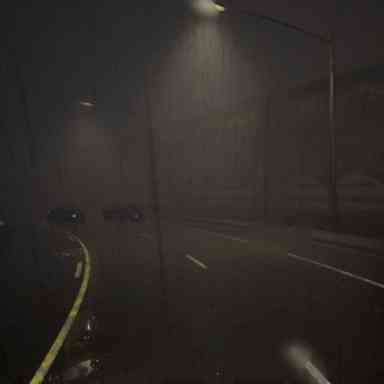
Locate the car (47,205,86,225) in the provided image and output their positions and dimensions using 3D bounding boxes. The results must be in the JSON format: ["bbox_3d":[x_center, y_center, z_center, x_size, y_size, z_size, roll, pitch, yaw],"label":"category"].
[{"bbox_3d":[-9.817,1.732,25.793,1.994,1.385,4.181,0,0,-38],"label":"car"}]

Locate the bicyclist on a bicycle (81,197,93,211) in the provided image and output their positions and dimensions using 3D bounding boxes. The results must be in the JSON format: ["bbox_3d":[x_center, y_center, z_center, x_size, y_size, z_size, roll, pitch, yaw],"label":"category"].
[{"bbox_3d":[-14.179,1.639,44.866,1.656,1.620,0.582,-10,6,-30],"label":"bicyclist on a bicycle"}]

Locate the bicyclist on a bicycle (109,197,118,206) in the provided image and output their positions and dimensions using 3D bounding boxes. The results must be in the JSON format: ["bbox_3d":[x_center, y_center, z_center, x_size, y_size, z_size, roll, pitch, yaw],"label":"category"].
[{"bbox_3d":[-11.952,1.556,51.224,1.656,1.620,0.582,0,0,6],"label":"bicyclist on a bicycle"}]

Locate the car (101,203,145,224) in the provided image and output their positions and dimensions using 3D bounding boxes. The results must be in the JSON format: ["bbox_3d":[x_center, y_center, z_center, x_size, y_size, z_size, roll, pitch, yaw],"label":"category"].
[{"bbox_3d":[-5.502,1.601,25.944,1.882,1.535,5.008,1,-1,-37],"label":"car"}]

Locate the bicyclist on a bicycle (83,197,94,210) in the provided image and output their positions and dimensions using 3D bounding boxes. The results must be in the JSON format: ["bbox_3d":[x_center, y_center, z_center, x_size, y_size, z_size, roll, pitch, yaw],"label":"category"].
[{"bbox_3d":[-14.253,1.566,45.829,0.582,1.620,1.656,-1,0,25],"label":"bicyclist on a bicycle"}]
